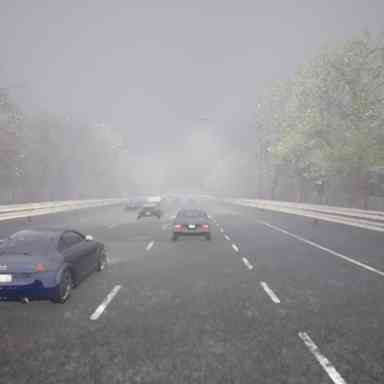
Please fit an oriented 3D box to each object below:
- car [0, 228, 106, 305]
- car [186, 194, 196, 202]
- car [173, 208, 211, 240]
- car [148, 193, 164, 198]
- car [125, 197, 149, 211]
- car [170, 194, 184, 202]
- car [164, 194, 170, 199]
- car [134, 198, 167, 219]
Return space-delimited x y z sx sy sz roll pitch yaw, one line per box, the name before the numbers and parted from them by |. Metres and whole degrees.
car | -3.504 1.566 8.168 1.994 1.385 4.181 0 0 0
car | -0.037 1.664 79.275 1.895 1.301 4.718 0 0 0
car | -0.009 1.552 17.090 2.033 1.411 5.357 0 0 0
car | -7.030 1.265 62.297 2.150 2.045 5.566 0 0 0
car | -7.020 1.583 41.523 1.994 1.385 4.181 0 0 0
car | -3.537 1.608 79.293 2.033 1.411 5.357 0 0 0
car | -7.037 1.664 79.394 1.895 1.301 4.718 0 0 0
car | -3.514 1.536 28.877 1.812 1.442 4.674 0 0 0
